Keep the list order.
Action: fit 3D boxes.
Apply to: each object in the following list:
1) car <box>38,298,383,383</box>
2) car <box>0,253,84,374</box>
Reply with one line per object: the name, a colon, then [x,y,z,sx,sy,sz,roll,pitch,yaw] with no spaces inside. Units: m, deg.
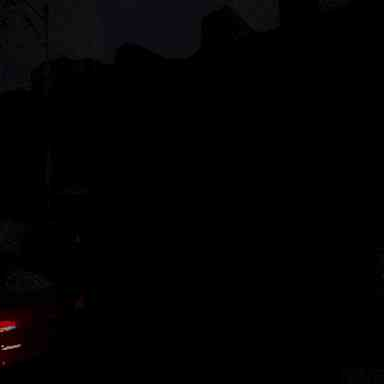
car: [1.076,1.584,2.050,4.206,1.307,1.802,-1,-1,36]
car: [-3.351,1.635,5.208,4.206,1.307,1.802,-1,-1,36]
